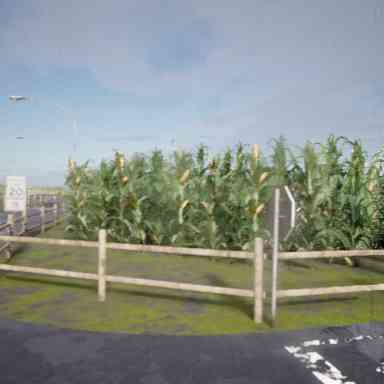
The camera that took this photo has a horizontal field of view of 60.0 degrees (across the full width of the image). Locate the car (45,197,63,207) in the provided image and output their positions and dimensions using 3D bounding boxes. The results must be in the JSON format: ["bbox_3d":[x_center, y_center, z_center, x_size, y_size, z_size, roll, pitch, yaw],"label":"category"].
[{"bbox_3d":[-20.265,1.486,48.946,1.994,1.385,4.181,1,0,-12],"label":"car"}]
